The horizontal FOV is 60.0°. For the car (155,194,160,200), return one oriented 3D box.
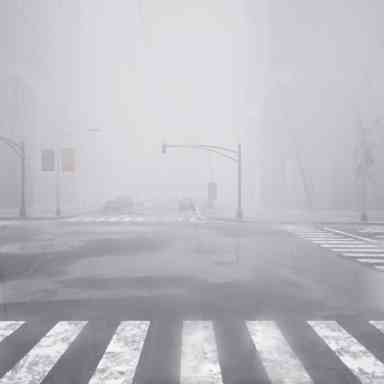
[{"bbox_3d":[-9.291,1.417,76.885,2.192,1.841,5.009,0,0,0],"label":"car"}]

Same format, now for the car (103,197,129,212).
[{"bbox_3d":[-9.088,1.574,38.903,1.947,1.339,4.313,0,0,0],"label":"car"}]

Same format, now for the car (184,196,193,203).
[{"bbox_3d":[-0.737,1.612,71.665,1.752,1.417,4.829,0,0,0],"label":"car"}]

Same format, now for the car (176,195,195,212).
[{"bbox_3d":[-0.564,1.448,38.946,1.967,1.590,4.097,0,0,0],"label":"car"}]

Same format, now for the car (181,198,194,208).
[{"bbox_3d":[-0.621,1.614,49.795,1.802,1.307,4.206,0,0,0],"label":"car"}]

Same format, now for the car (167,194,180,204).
[{"bbox_3d":[-3.366,1.576,65.713,1.837,1.490,4.892,0,0,0],"label":"car"}]

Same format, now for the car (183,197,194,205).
[{"bbox_3d":[-0.679,1.603,60.645,1.887,1.381,4.507,0,0,0],"label":"car"}]

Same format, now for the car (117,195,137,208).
[{"bbox_3d":[-9.118,1.335,44.329,2.192,1.841,5.009,0,0,0],"label":"car"}]

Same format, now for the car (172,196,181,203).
[{"bbox_3d":[-3.518,1.651,75.798,1.994,1.385,4.181,0,0,0],"label":"car"}]

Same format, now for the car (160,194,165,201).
[{"bbox_3d":[-9.376,1.696,93.162,1.887,1.381,4.507,0,0,0],"label":"car"}]

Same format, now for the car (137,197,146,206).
[{"bbox_3d":[-9.174,1.570,55.011,1.752,1.417,4.829,0,0,0],"label":"car"}]

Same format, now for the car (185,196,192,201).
[{"bbox_3d":[-0.852,1.696,93.195,1.887,1.381,4.507,0,0,0],"label":"car"}]

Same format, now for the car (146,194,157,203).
[{"bbox_3d":[-9.261,1.669,71.459,1.802,1.307,4.206,0,0,0],"label":"car"}]
